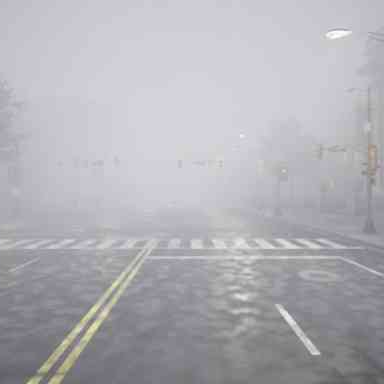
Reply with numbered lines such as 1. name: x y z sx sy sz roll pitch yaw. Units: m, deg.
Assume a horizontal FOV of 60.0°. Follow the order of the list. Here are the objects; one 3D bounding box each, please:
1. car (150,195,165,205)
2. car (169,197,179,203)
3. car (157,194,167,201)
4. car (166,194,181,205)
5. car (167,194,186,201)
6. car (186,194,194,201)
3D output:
1. car: -7.172 1.824 66.311 2.033 1.411 5.357 0 0 0
2. car: -4.621 1.876 83.443 1.812 1.442 4.674 0 0 -11
3. car: -7.900 1.885 82.030 2.033 1.411 5.357 0 0 -11
4. car: -3.684 1.785 67.576 1.837 1.490 4.892 0 0 0
5. car: -4.452 1.749 93.457 2.097 1.767 4.553 0 0 -29
6. car: -1.412 1.626 95.166 2.150 2.045 5.566 0 0 -29
